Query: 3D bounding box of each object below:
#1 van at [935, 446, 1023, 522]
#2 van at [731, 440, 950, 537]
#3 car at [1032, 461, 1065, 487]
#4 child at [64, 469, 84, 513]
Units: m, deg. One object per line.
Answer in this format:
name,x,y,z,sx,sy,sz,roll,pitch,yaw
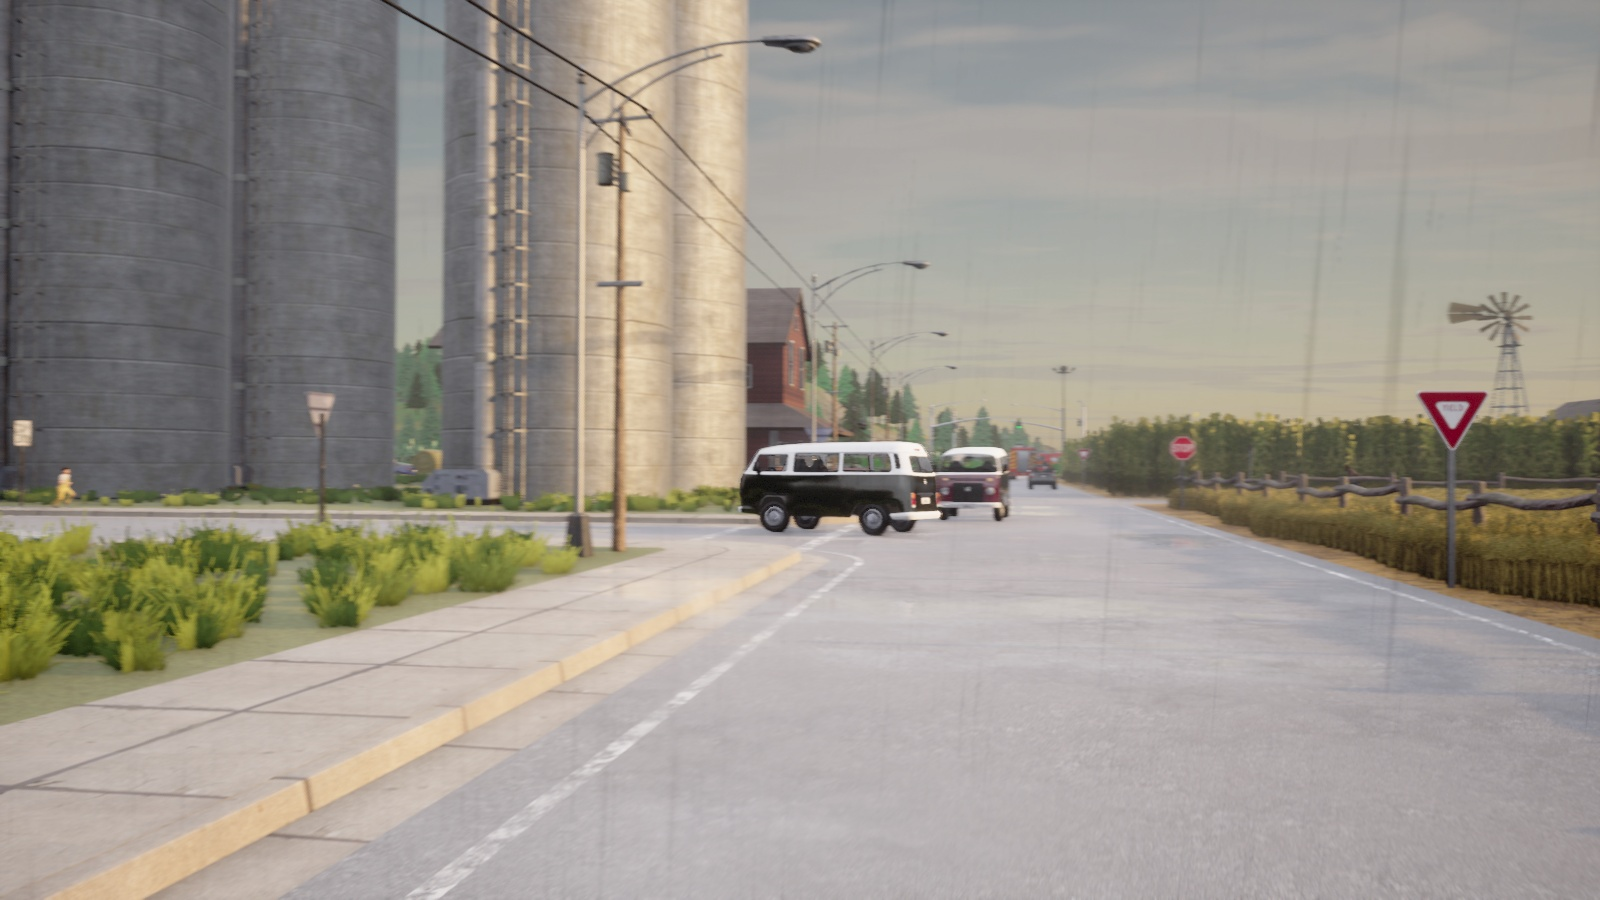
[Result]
van,5.172,0.906,35.814,2.069,2.038,4.480,0,0,14
van,0.906,0.842,28.420,4.480,2.038,2.069,-1,-1,28
car,15.841,1.540,80.162,1.851,1.617,3.988,0,-1,9
child,-20.936,1.193,36.221,0.437,1.263,0.270,0,-1,12
